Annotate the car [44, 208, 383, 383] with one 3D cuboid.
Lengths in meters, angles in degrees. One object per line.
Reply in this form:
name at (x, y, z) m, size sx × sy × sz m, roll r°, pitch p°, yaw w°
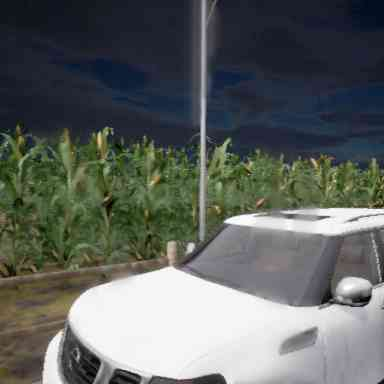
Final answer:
car at (1.301, 1.252, 4.001) m, size 5.566 × 2.045 × 2.150 m, roll 1°, pitch 0°, yaw -36°
